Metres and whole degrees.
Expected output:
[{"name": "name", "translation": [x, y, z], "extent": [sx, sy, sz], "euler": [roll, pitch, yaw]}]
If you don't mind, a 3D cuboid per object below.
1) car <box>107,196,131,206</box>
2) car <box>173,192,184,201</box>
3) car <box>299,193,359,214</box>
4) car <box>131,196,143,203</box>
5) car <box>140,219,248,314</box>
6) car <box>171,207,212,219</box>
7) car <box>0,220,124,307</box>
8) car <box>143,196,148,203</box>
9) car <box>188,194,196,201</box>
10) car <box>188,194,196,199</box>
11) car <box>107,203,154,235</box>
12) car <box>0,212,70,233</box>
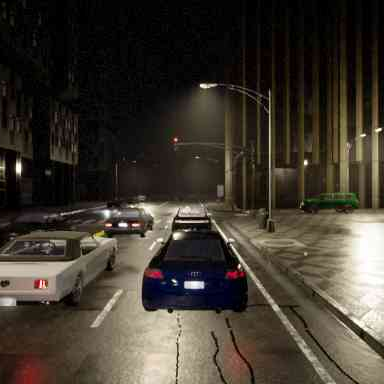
[{"name": "car", "translation": [-9.855, 1.522, 43.945], "extent": [1.895, 1.301, 4.718], "euler": [0, 0, 0]}, {"name": "car", "translation": [-3.262, 1.296, 75.057], "extent": [1.837, 1.490, 4.892], "euler": [0, 0, 0]}, {"name": "car", "translation": [13.562, 1.110, 33.050], "extent": [5.566, 2.045, 2.150], "euler": [0, 0, 2]}, {"name": "car", "translation": [-9.850, 1.431, 54.406], "extent": [2.033, 1.411, 5.357], "euler": [0, 0, 0]}, {"name": "car", "translation": [0.085, 1.560, 7.705], "extent": [1.994, 1.385, 4.181], "euler": [0, 0, 1]}, {"name": "car", "translation": [-0.003, 1.477, 16.579], "extent": [2.128, 1.511, 4.902], "euler": [0, 0, 0]}, {"name": "car", "translation": [-3.149, 1.597, 7.926], "extent": [1.895, 1.301, 4.718], "euler": [0, 0, 0]}, {"name": "car", "translation": [-9.800, 1.390, 65.027], "extent": [2.033, 1.411, 5.357], "euler": [0, 0, 0]}, {"name": "car", "translation": [-0.012, 1.336, 75.057], "extent": [2.033, 1.411, 5.357], "euler": [0, 0, 0]}, {"name": "car", "translation": [-0.013, 1.192, 85.509], "extent": [1.895, 1.301, 4.718], "euler": [0, 0, 0]}, {"name": "car", "translation": [-3.155, 1.531, 17.517], "extent": [2.033, 1.411, 5.357], "euler": [0, 0, 0]}, {"name": "car", "translation": [-6.598, 1.552, 14.304], "extent": [1.994, 1.385, 4.181], "euler": [0, 0, 0]}]
